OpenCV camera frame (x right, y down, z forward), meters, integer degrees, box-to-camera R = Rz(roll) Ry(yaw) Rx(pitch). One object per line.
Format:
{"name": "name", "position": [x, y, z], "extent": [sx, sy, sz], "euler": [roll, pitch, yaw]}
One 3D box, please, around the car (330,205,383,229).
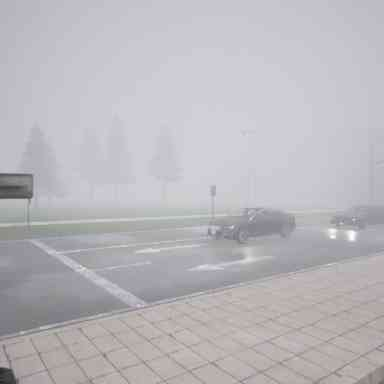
{"name": "car", "position": [11.327, 1.547, 21.850], "extent": [5.357, 1.411, 2.033], "euler": [0, 0, -35]}

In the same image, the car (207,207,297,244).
{"name": "car", "position": [2.929, 1.492, 15.901], "extent": [4.902, 1.511, 2.128], "euler": [0, 0, -35]}
